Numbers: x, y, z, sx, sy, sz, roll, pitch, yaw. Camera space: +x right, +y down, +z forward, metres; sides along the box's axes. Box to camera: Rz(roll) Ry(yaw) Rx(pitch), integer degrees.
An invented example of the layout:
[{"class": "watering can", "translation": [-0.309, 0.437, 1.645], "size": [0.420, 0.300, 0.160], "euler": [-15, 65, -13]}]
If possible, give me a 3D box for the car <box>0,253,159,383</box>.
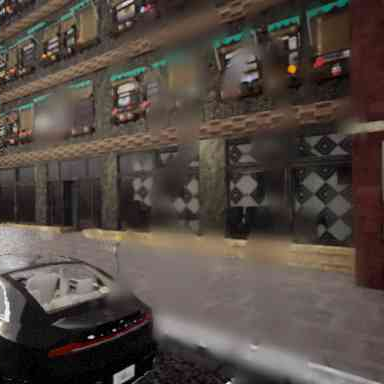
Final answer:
[{"class": "car", "translation": [-2.425, 1.512, 4.477], "size": [4.403, 1.369, 2.008], "euler": [1, -1, 36]}]
